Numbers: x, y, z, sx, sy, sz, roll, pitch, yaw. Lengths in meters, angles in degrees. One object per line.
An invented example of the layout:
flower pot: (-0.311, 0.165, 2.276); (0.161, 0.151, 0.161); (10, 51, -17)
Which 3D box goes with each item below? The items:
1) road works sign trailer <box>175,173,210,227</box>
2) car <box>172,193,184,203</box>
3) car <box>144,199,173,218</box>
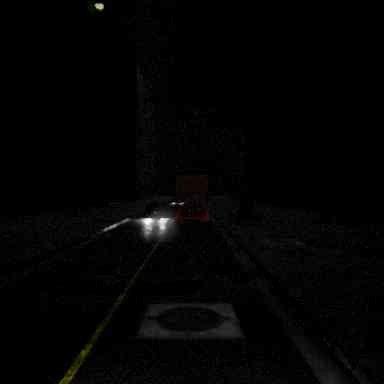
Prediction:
road works sign trailer: (0.004, 0.461, 22.868); (2.380, 3.560, 2.880); (0, 0, 0)
car: (-2.988, 1.204, 71.056); (2.150, 2.045, 5.566); (0, 0, 0)
car: (-3.092, 1.560, 29.844); (1.994, 1.385, 4.181); (0, 0, 0)
